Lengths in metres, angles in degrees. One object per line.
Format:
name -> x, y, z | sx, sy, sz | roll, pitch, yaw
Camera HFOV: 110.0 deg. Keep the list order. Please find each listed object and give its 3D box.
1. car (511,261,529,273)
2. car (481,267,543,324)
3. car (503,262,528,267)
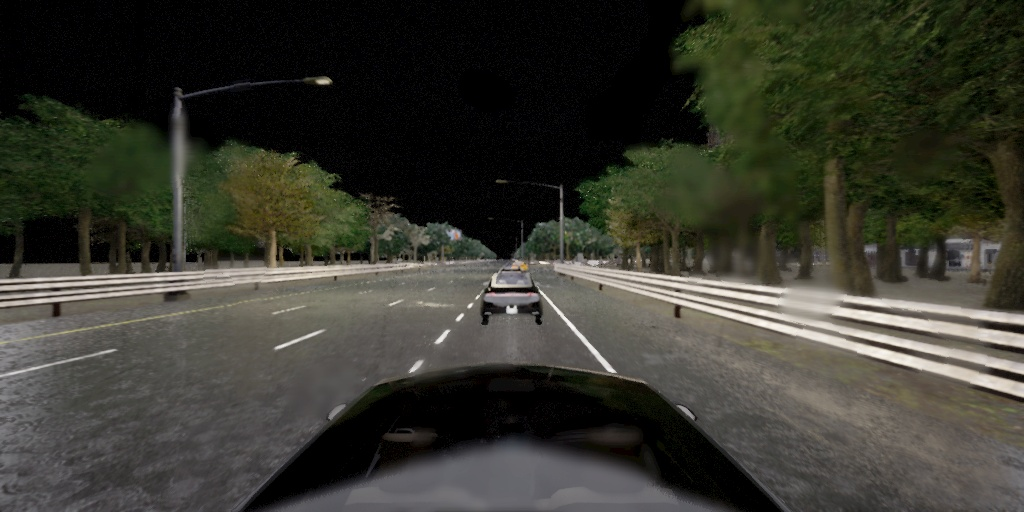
car -> 1.198, 1.589, 52.212 | 1.882, 1.535, 5.008 | -1, -1, 10
car -> -0.011, 1.318, 12.331 | 2.128, 1.511, 4.902 | 0, 0, 0
car -> -0.039, 1.441, 29.305 | 2.128, 1.511, 4.902 | 0, 0, 0
